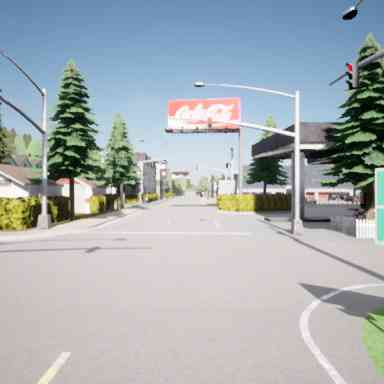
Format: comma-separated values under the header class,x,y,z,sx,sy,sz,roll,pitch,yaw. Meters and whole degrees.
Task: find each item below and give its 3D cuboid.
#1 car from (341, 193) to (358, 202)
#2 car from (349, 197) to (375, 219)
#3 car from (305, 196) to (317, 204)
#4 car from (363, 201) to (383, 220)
class,x,y,z,sx,sy,sz,roll,pitch,yaw
car,34.870,1.472,71.866,2.007,1.523,4.514,0,0,0
car,14.356,1.498,24.998,3.866,1.878,1.905,0,0,0
car,22.470,1.537,64.069,1.970,1.475,3.806,0,0,0
car,18.679,1.664,30.670,4.611,1.667,2.242,0,0,0
